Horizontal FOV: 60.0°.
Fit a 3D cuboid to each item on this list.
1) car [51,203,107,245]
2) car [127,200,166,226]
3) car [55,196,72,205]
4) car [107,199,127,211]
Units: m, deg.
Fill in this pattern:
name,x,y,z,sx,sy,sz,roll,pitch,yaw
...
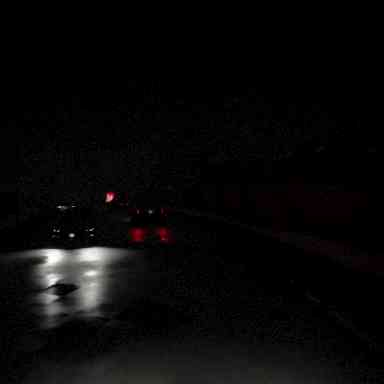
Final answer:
name,x,y,z,sx,sy,sz,roll,pitch,yaw
car,-5.259,1.486,15.731,1.837,1.490,4.892,0,0,-11
car,-3.190,1.311,23.427,2.097,1.767,4.553,0,0,-14
car,-20.649,1.421,53.283,1.882,1.535,5.008,0,0,-33
car,-9.014,1.488,40.127,2.033,1.411,5.357,0,0,-25
